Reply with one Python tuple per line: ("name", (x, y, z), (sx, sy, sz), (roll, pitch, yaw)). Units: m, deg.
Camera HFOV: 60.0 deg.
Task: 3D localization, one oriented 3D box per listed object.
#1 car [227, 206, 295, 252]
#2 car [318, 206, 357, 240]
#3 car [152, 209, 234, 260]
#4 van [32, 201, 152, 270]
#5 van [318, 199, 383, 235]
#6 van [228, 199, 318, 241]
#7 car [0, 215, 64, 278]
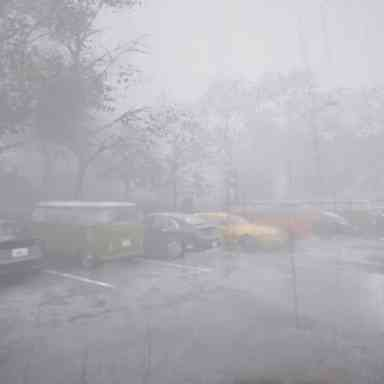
("car", (1.331, 1.551, 14.303), (5.366, 1.575, 1.946), (-1, -1, 35))
("car", (5.970, 1.646, 17.819), (4.674, 1.452, 2.002), (-1, -1, 35))
("car", (-1.216, 1.532, 12.691), (4.892, 1.521, 2.231), (-1, -1, 35))
("van", (-3.717, 1.285, 11.051), (4.442, 1.987, 1.878), (-1, -1, 35))
("van", (8.467, 1.408, 19.476), (4.442, 1.987, 1.878), (-1, -1, 34))
("van", (3.476, 1.356, 16.183), (4.442, 1.987, 1.878), (-1, -1, 34))
("car", (-6.040, 1.518, 9.294), (4.792, 1.488, 2.163), (-1, -1, 34))
